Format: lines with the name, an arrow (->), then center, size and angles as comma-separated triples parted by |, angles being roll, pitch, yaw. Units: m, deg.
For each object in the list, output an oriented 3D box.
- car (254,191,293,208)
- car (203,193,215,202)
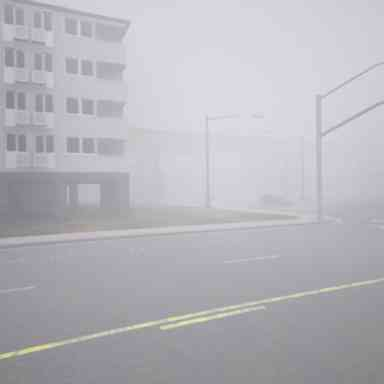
car -> 9.905, 1.024, 39.878 | 1.837, 1.490, 4.892 | -1, 1, -25
car -> 2.918, 0.946, 58.742 | 2.128, 1.511, 4.902 | -1, 0, -3
